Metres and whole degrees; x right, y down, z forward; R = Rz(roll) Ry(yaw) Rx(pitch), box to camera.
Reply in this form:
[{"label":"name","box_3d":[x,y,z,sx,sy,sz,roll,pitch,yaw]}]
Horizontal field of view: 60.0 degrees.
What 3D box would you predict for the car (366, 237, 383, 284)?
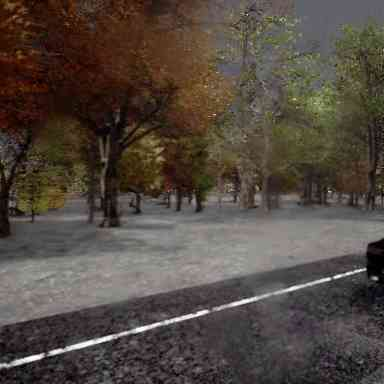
[{"label":"car","box_3d":[6.282,1.452,8.224,5.008,1.535,1.882,0,0,-35]}]
